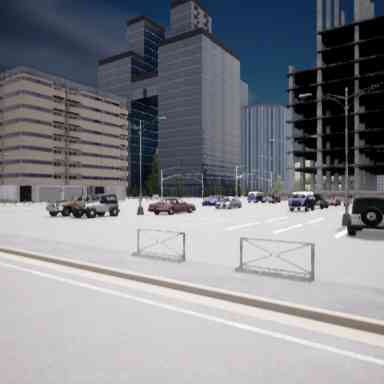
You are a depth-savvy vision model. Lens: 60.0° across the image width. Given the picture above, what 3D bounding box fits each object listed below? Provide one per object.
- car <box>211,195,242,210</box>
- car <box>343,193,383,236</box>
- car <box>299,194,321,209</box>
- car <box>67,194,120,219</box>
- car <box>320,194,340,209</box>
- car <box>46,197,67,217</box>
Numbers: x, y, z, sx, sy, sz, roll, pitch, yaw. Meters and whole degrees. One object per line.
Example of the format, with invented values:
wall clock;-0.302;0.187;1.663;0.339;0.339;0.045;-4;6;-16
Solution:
car;4.408;1.357;39.810;1.970;1.475;3.806;0;0;34
car;8.674;1.113;15.897;1.905;1.878;3.866;0;0;34
car;17.640;1.358;49.097;1.970;1.475;3.806;0;0;34
car;-7.610;1.116;26.848;1.905;1.878;3.866;0;0;34
car;20.039;1.326;47.476;1.784;1.438;3.905;0;0;34
car;-9.978;1.114;28.513;1.932;1.855;4.605;0;0;34
